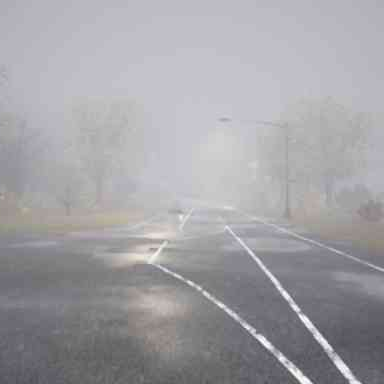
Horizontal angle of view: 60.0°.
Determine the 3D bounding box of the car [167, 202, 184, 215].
[{"bbox_3d":[-2.106,2.140,43.457,1.837,1.490,4.892,0,-1,1],"label":"car"}]
